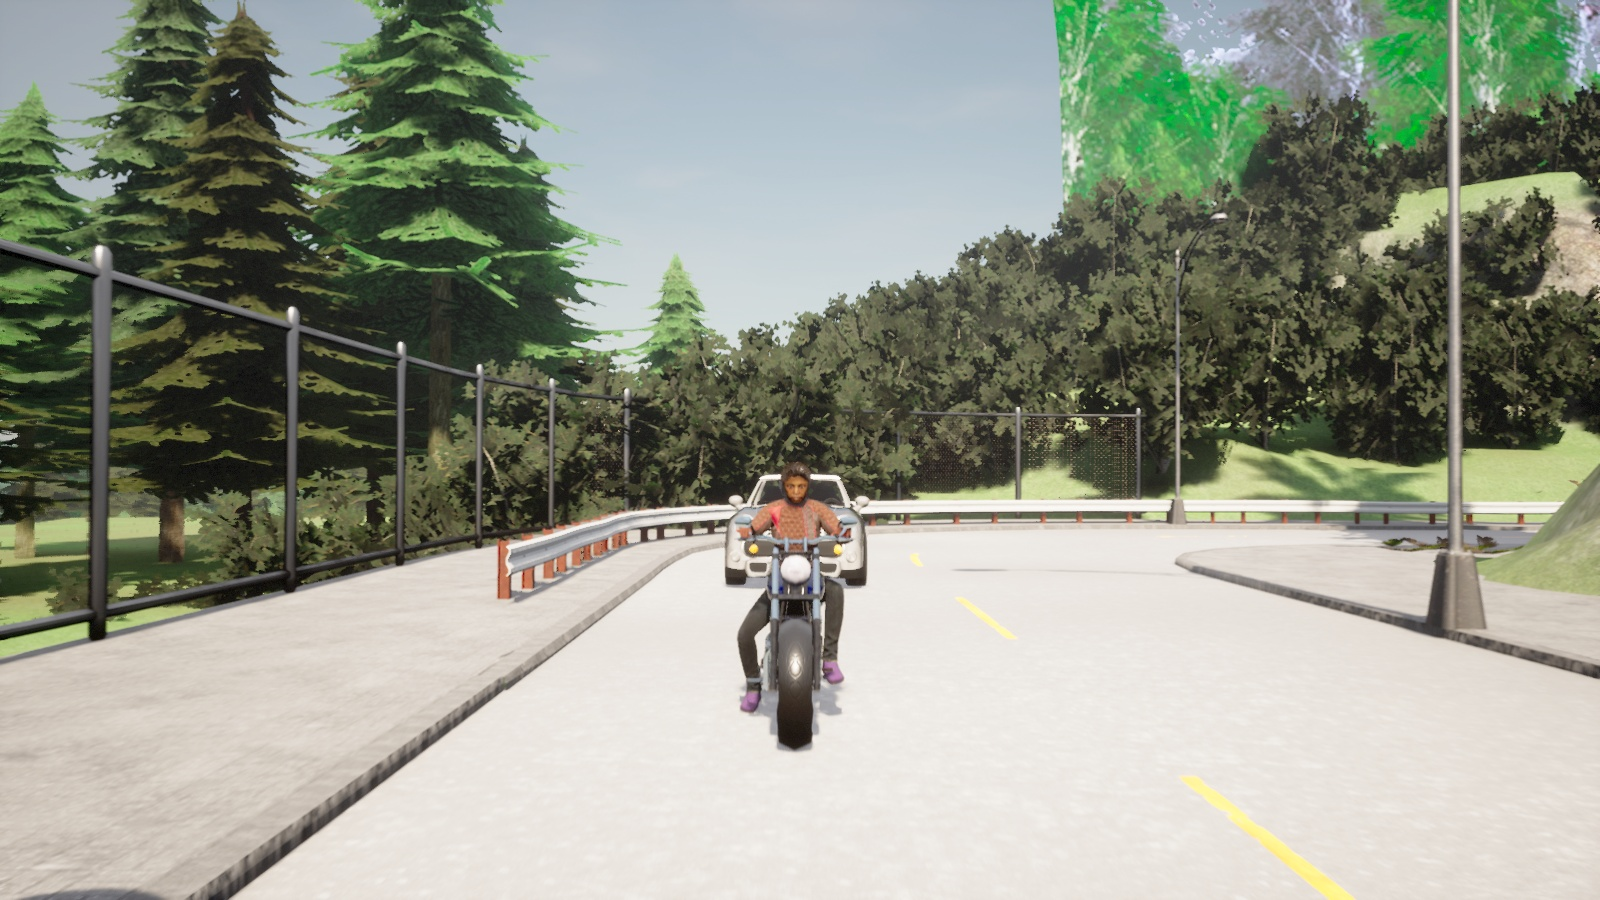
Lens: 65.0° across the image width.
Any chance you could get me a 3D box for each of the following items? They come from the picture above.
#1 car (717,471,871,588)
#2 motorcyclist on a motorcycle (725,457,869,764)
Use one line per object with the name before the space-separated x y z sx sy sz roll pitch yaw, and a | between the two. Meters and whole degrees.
car | 0.003 1.046 17.935 1.970 1.475 3.806 0 -1 2
motorcyclist on a motorcycle | -0.020 0.881 7.943 0.766 1.649 2.350 0 -1 0
